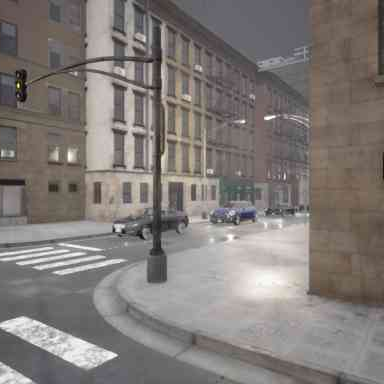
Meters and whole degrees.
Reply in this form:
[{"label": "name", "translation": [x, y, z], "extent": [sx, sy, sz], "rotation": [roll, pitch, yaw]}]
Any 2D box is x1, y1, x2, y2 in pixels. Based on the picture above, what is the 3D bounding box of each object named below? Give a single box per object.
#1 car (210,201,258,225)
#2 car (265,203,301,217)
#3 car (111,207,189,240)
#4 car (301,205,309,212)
[{"label": "car", "translation": [3.254, 1.476, 25.306], "extent": [2.097, 1.767, 4.553], "rotation": [0, 0, 36]}, {"label": "car", "translation": [8.976, 1.777, 33.316], "extent": [1.895, 1.301, 4.718], "rotation": [0, 0, 35]}, {"label": "car", "translation": [-2.086, 1.568, 17.788], "extent": [2.128, 1.511, 4.902], "rotation": [0, 0, 35]}, {"label": "car", "translation": [14.890, 1.832, 41.566], "extent": [1.895, 1.301, 4.718], "rotation": [0, 0, 36]}]
